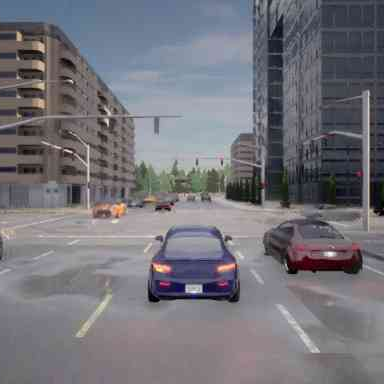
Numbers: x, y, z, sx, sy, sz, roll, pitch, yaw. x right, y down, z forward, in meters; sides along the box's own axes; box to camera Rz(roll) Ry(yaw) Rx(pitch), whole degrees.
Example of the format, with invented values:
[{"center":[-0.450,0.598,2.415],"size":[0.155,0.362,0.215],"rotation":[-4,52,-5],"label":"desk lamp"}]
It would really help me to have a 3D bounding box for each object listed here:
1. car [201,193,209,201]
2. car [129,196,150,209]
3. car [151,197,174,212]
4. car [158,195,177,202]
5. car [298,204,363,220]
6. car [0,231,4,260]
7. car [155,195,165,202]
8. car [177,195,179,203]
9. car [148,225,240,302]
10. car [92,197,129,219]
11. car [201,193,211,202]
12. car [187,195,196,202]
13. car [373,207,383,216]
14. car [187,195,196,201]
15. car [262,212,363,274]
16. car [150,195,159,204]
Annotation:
[{"center":[3.427,1.225,87.844],"size":[2.150,2.045,5.566],"rotation":[0,0,1],"label":"car"},{"center":[-7.526,1.492,45.727],"size":[2.128,1.511,4.902],"rotation":[0,0,1],"label":"car"},{"center":[-3.479,1.618,38.769],"size":[1.895,1.301,4.718],"rotation":[0,0,-7],"label":"car"},{"center":[-3.990,1.477,55.301],"size":[1.882,1.535,5.008],"rotation":[0,0,1],"label":"car"},{"center":[11.241,1.658,26.962],"size":[4.718,1.301,1.895],"rotation":[0,0,2],"label":"car"},{"center":[-7.123,1.352,8.814],"size":[2.097,1.767,4.553],"rotation":[0,0,0],"label":"car"},{"center":[-7.210,1.498,74.770],"size":[1.837,1.490,4.892],"rotation":[0,0,1],"label":"car"},{"center":[-3.763,1.355,69.677],"size":[2.097,1.767,4.553],"rotation":[0,0,1],"label":"car"},{"center":[0.044,1.526,8.114],"size":[1.812,1.442,4.674],"rotation":[0,0,0],"label":"car"},{"center":[-7.292,1.379,29.573],"size":[2.097,1.767,4.553],"rotation":[0,0,-1],"label":"car"},{"center":[3.321,1.355,77.681],"size":[2.097,1.767,4.553],"rotation":[0,0,1],"label":"car"},{"center":[-0.180,1.540,77.472],"size":[2.033,1.411,5.357],"rotation":[0,0,1],"label":"car"},{"center":[19.447,1.656,30.726],"size":[4.718,1.301,1.895],"rotation":[0,0,0],"label":"car"},{"center":[-0.074,1.525,87.816],"size":[2.128,1.511,4.902],"rotation":[0,0,1],"label":"car"},{"center":[3.552,1.564,10.538],"size":[1.994,1.385,4.181],"rotation":[0,0,0],"label":"car"},{"center":[-7.441,1.477,59.362],"size":[1.882,1.535,5.008],"rotation":[0,0,1],"label":"car"}]
